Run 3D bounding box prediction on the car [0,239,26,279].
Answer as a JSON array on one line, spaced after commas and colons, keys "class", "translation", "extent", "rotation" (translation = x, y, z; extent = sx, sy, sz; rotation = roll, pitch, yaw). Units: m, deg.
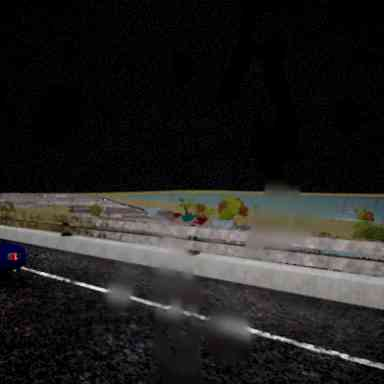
[{"class": "car", "translation": [-6.362, 1.525, 8.577], "extent": [4.718, 1.301, 1.895], "rotation": [1, 0, 36]}]
